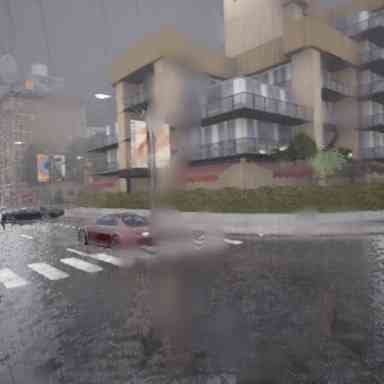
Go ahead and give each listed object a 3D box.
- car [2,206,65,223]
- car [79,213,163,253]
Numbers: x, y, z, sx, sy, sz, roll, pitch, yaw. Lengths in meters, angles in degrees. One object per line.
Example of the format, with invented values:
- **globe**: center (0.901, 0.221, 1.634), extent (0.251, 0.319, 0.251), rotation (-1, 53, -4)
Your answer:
- **car**: center (-13.788, 1.914, 28.977), extent (4.718, 1.301, 1.895), rotation (-3, 1, -4)
- **car**: center (-3.117, 1.601, 14.051), extent (1.994, 1.385, 4.181), rotation (-3, 1, -44)
